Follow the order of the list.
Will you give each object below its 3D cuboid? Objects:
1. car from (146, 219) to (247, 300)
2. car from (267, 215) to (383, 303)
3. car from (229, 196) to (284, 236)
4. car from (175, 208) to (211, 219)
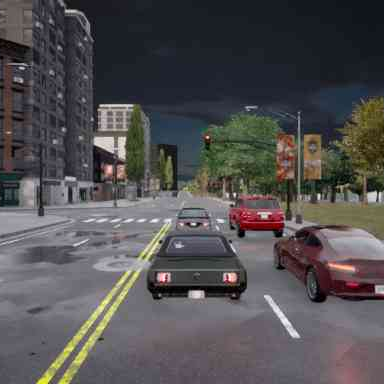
[{"bbox_3d":[0.085,1.599,8.346,1.895,1.301,4.718,0,0,0],"label":"car"},{"bbox_3d":[3.338,1.524,8.085,1.812,1.442,4.674,0,0,0],"label":"car"},{"bbox_3d":[3.317,1.217,17.898,2.150,2.045,5.566,0,0,0],"label":"car"},{"bbox_3d":[0.068,1.543,17.938,2.033,1.411,5.357,0,0,0],"label":"car"}]
